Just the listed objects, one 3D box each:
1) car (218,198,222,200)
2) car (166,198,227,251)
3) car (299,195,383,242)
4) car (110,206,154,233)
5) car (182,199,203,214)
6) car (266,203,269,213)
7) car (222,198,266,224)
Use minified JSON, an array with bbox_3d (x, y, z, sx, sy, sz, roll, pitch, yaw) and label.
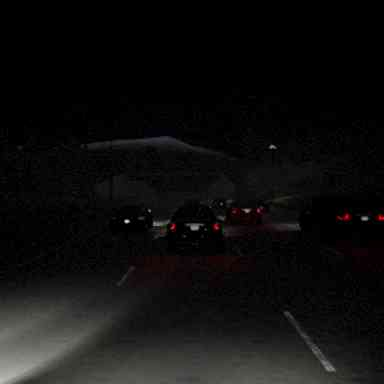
[{"bbox_3d":[3.589,1.440,42.567,1.994,1.385,4.181,0,0,0],"label":"car"},{"bbox_3d":[0.096,1.311,14.043,2.097,1.767,4.553,0,0,0],"label":"car"},{"bbox_3d":[7.096,1.174,16.335,2.150,2.045,5.566,0,0,0],"label":"car"},{"bbox_3d":[-3.405,1.507,19.389,1.994,1.385,4.181,0,0,0],"label":"car"},{"bbox_3d":[0.092,1.446,34.802,2.033,1.411,5.357,0,0,0],"label":"car"},{"bbox_3d":[7.091,1.421,36.089,1.812,1.442,4.674,0,0,0],"label":"car"},{"bbox_3d":[3.595,1.283,23.865,2.097,1.767,4.553,0,0,0],"label":"car"}]
